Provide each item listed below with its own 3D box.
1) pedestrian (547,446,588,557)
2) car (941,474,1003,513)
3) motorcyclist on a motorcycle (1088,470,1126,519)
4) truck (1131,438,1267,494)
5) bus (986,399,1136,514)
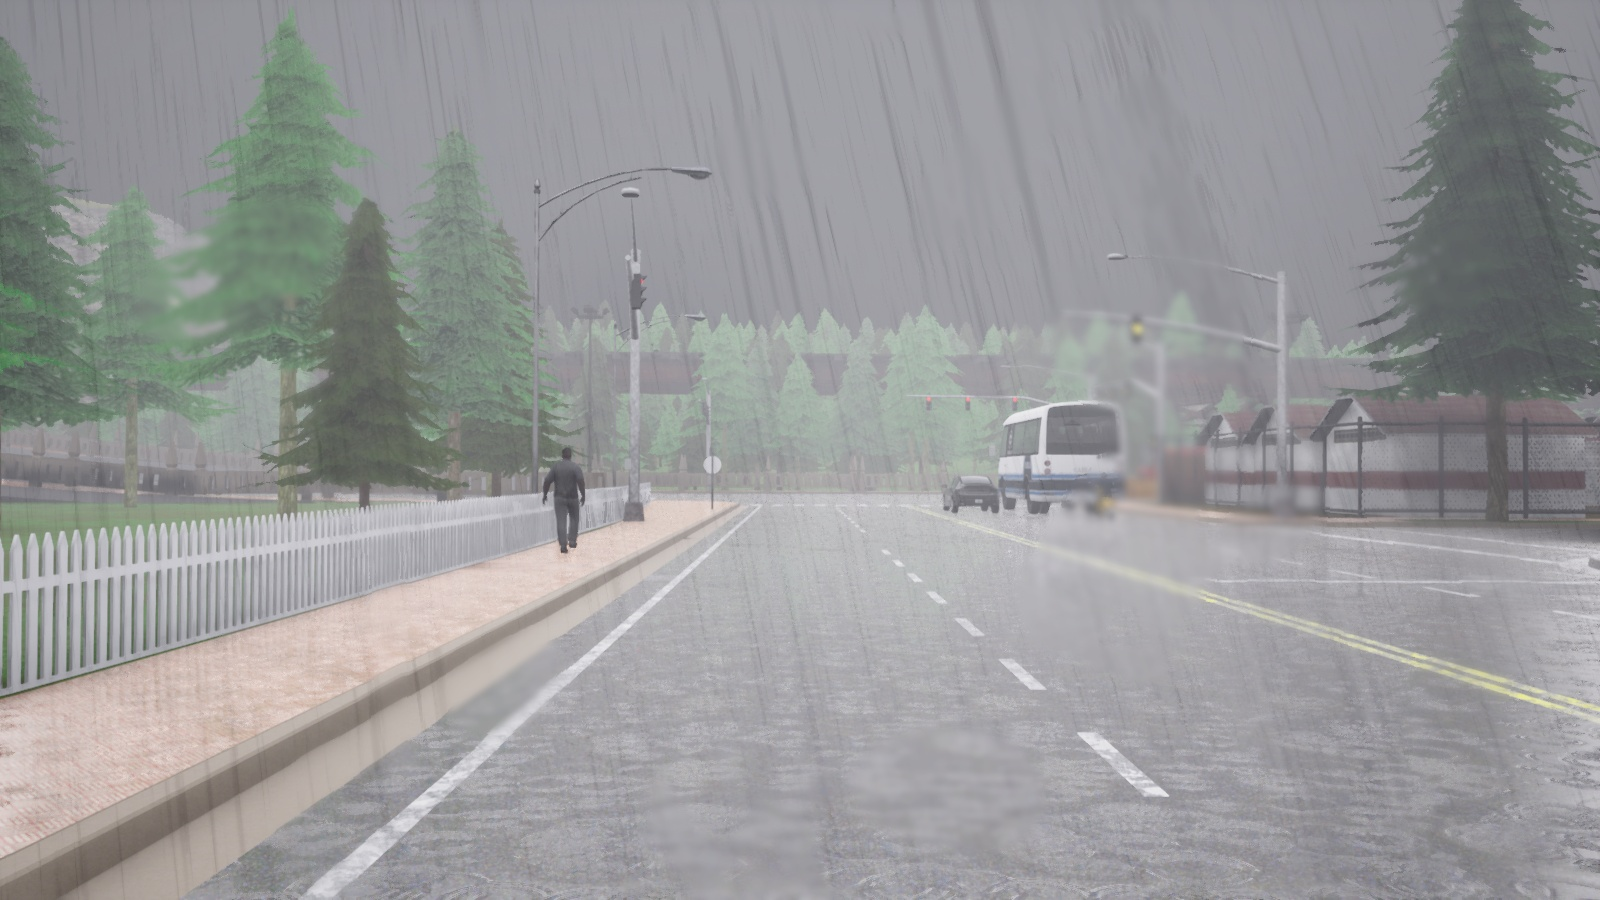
[{"bbox_3d":[-4.037,0.886,21.851,0.563,1.883,0.849,0,-1,0],"label":"pedestrian"},{"bbox_3d":[6.936,1.716,51.056,1.837,1.490,4.892,0,-1,0],"label":"car"},{"bbox_3d":[10.446,1.501,42.798,0.866,1.590,1.817,0,0,0],"label":"motorcyclist on a motorcycle"},{"bbox_3d":[27.592,1.113,87.012,8.468,3.827,2.891,0,-1,-2],"label":"truck"},{"bbox_3d":[10.428,0.331,51.627,3.944,4.253,10.273,0,-1,0],"label":"bus"}]
